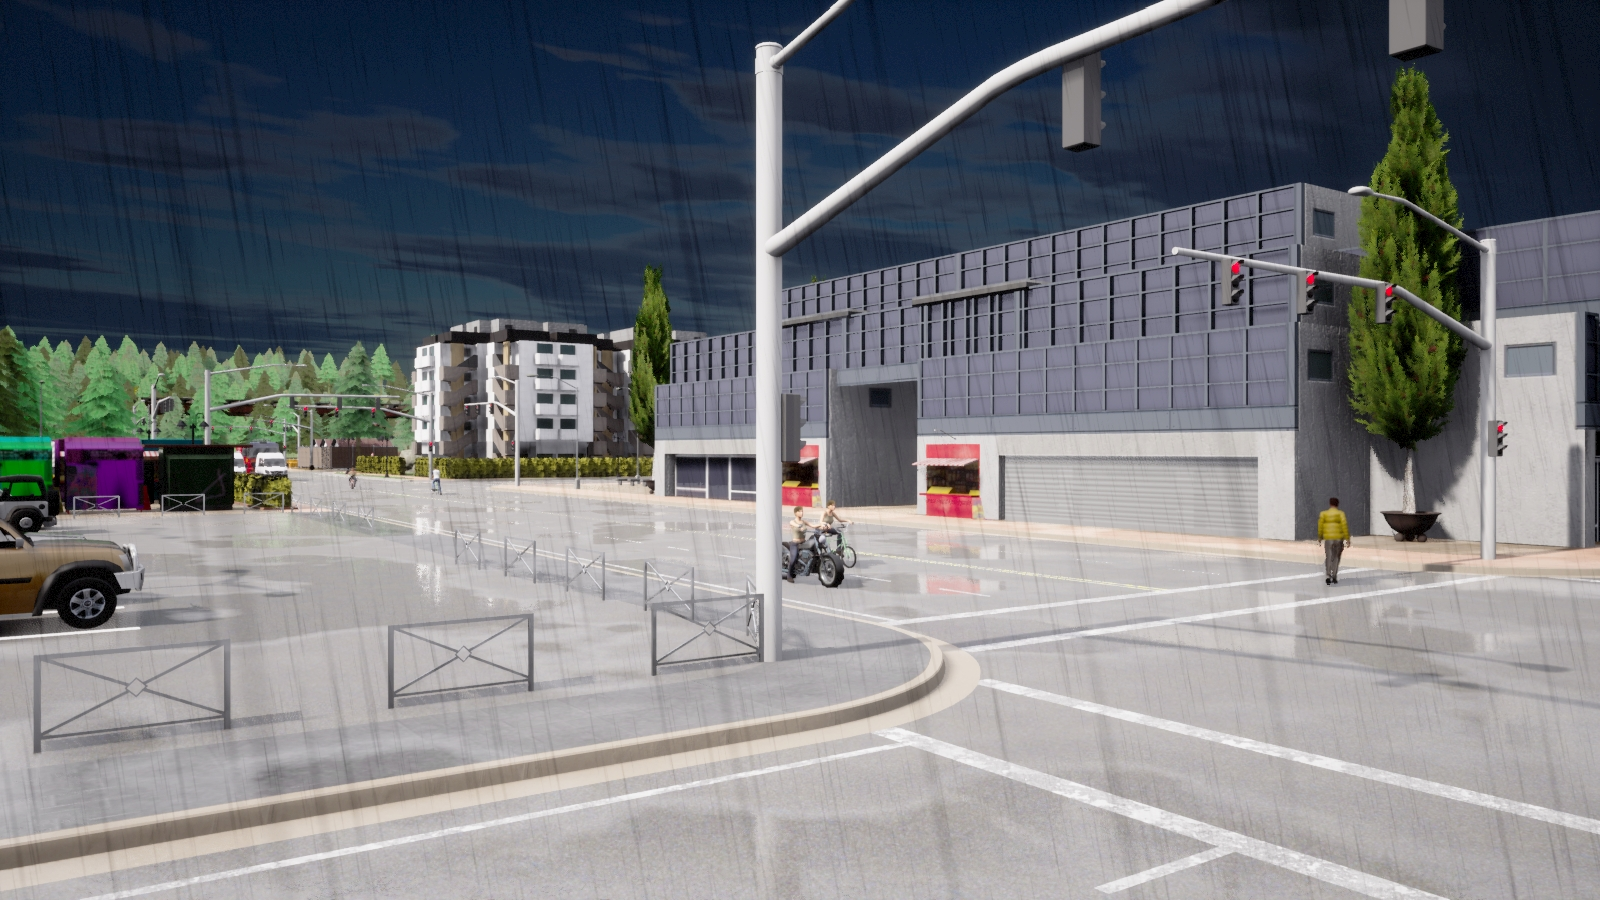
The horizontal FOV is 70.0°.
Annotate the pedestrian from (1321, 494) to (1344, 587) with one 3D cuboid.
[{"bbox_3d":[10.944,1.848,23.483,0.375,1.860,0.375,0,0,36],"label":"pedestrian"}]

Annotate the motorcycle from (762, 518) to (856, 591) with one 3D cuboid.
[{"bbox_3d":[0.165,2.155,23.900,0.764,1.307,2.356,0,0,-34],"label":"motorcycle"}]
